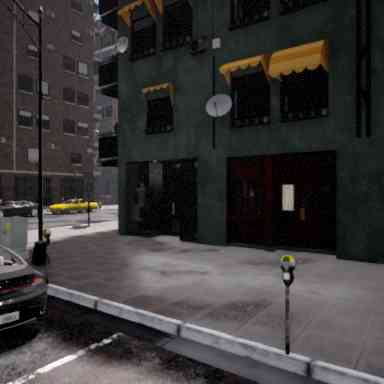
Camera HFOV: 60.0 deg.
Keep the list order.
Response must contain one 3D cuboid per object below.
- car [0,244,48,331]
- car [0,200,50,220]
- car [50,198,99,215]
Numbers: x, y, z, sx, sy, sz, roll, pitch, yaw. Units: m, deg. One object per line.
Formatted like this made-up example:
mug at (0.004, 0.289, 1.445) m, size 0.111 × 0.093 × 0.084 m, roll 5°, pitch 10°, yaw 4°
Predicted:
car at (-4.360, 1.547, 5.980) m, size 4.403 × 1.369 × 2.008 m, roll 0°, pitch 0°, yaw 35°
car at (-13.932, 1.335, 25.986) m, size 2.008 × 1.369 × 4.403 m, roll 1°, pitch 1°, yaw 35°
car at (-10.844, 1.234, 30.412) m, size 1.752 × 1.417 × 4.829 m, roll 1°, pitch 1°, yaw 35°
